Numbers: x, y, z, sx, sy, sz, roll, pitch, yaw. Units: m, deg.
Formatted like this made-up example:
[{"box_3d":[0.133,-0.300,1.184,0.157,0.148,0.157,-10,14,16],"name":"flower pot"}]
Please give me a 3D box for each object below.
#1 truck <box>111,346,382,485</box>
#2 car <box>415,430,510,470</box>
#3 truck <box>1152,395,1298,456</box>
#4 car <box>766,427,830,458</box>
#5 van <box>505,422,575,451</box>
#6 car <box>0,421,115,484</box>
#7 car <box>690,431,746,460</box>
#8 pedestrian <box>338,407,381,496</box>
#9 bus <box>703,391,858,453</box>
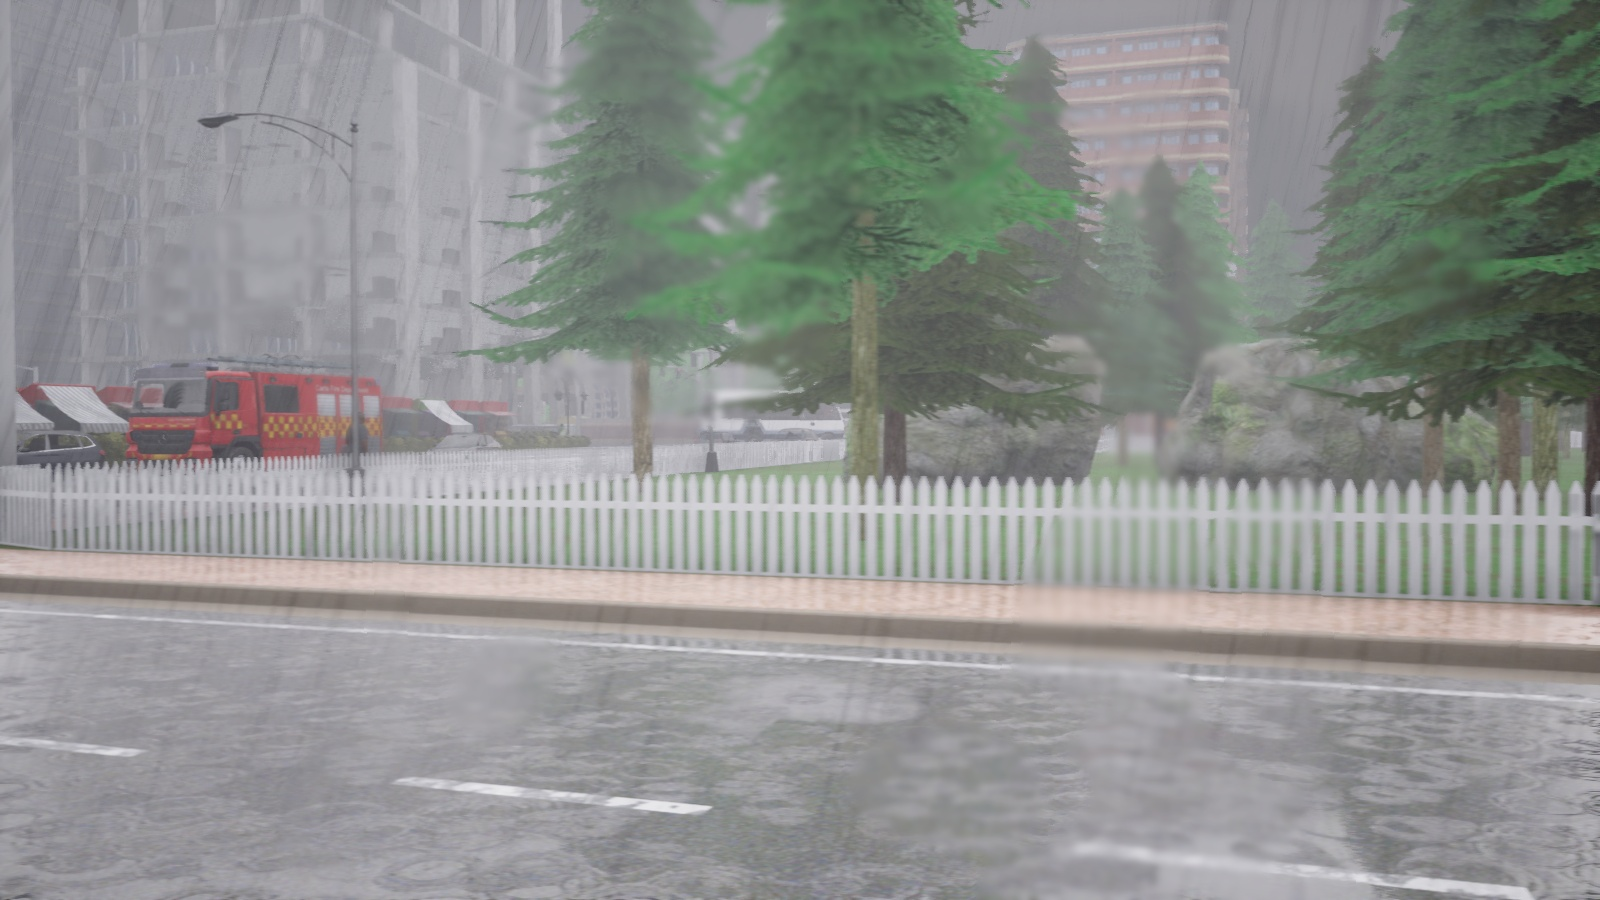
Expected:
[{"box_3d":[-16.875,-1.029,39.163,2.891,3.827,8.468,0,1,17],"name":"truck"},{"box_3d":[-13.578,-0.039,50.789,2.163,1.488,4.792,0,1,5],"name":"car"},{"box_3d":[27.403,-1.592,81.240,8.468,3.827,2.891,0,1,-5],"name":"truck"},{"box_3d":[-0.058,-0.450,69.946,2.242,1.667,4.611,1,1,17],"name":"car"},{"box_3d":[-18.046,-0.940,87.058,4.442,1.987,1.775,1,1,17],"name":"van"},{"box_3d":[-21.841,0.028,34.977,2.242,1.667,4.611,0,1,17],"name":"car"},{"box_3d":[-4.405,-0.261,67.730,1.845,1.501,3.633,0,1,17],"name":"car"},{"box_3d":[-9.284,0.026,26.486,0.540,1.848,0.694,0,1,17],"name":"pedestrian"},{"box_3d":[-1.379,-2.001,89.425,10.273,4.253,3.944,0,2,-25],"name":"bus"}]
